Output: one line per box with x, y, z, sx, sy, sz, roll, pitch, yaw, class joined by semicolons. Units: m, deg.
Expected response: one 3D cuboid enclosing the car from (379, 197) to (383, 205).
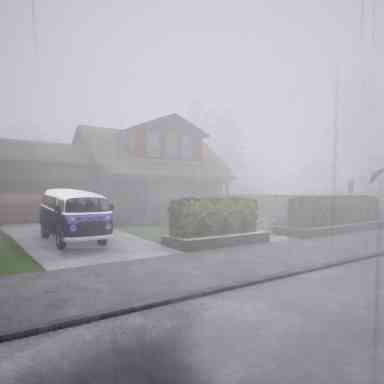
24.718;0.985;41.453;3.866;1.878;1.905;0;0;0;car
